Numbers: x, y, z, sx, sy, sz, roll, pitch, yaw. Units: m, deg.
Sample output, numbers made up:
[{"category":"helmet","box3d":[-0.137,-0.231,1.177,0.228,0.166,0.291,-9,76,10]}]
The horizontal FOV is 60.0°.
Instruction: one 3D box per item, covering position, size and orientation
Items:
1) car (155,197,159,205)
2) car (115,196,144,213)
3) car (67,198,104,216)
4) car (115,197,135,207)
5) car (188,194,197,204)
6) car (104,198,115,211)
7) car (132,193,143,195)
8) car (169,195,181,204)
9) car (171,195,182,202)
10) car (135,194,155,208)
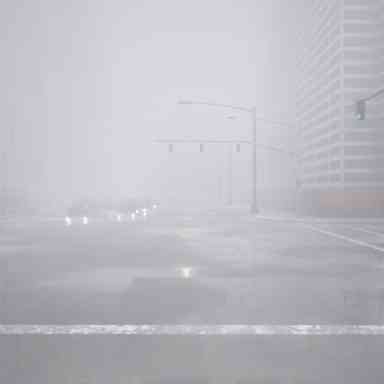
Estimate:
[{"category":"car","box3d":[-6.995,1.601,58.542,1.895,1.301,4.718,0,0,0]},{"category":"car","box3d":[-7.045,1.505,37.868,1.837,1.490,4.892,0,0,0]},{"category":"car","box3d":[-10.590,1.352,32.752,2.097,1.767,4.553,0,0,1]},{"category":"car","box3d":[-10.520,1.547,52.521,2.033,1.411,5.357,0,0,0]},{"category":"car","box3d":[0.093,1.547,64.122,2.033,1.411,5.357,0,0,0]},{"category":"car","box3d":[-10.537,1.478,41.884,1.882,1.535,5.008,0,0,0]},{"category":"car","box3d":[-10.446,1.478,64.477,1.882,1.535,5.008,0,0,1]},{"category":"car","box3d":[-3.407,1.491,64.127,2.128,1.511,4.902,0,0,0]},{"category":"car","box3d":[-3.392,1.354,74.412,2.128,1.511,4.902,0,0,0]},{"category":"car","box3d":[-7.027,1.491,48.218,2.128,1.511,4.902,0,0,0]}]
